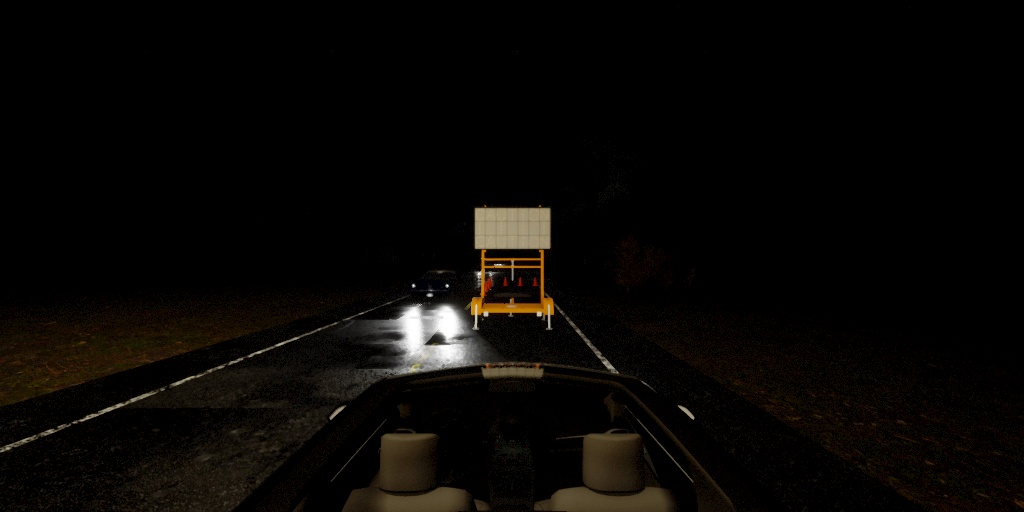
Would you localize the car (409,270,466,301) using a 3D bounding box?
[{"bbox_3d":[-3.467,1.353,17.390,1.895,1.301,4.718,0,0,0],"label":"car"}]

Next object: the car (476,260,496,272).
[{"bbox_3d":[-3.406,1.299,46.481,1.812,1.442,4.674,0,0,0],"label":"car"}]

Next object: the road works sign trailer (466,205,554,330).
[{"bbox_3d":[0.020,0.215,11.158,2.380,3.560,2.880,0,0,0],"label":"road works sign trailer"}]
